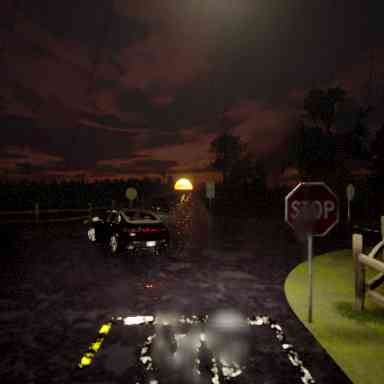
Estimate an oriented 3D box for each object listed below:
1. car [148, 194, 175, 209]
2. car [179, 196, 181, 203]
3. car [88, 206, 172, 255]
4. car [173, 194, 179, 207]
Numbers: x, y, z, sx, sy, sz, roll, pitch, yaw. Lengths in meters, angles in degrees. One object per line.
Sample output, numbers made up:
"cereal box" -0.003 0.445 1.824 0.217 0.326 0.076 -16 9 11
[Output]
"car" -2.950 1.248 31.711 1.837 1.490 4.892 0 0 1
"car" -2.948 1.040 56.549 1.882 1.535 5.008 0 0 1
"car" -2.594 1.397 12.926 1.837 1.490 4.892 2 0 -31
"car" -2.949 1.169 42.024 1.837 1.490 4.892 0 1 0
